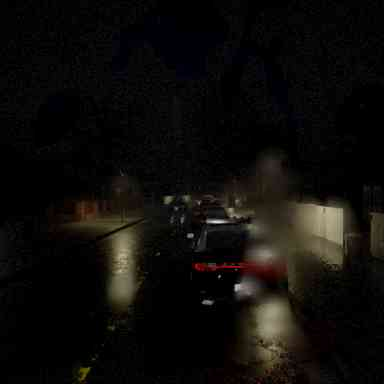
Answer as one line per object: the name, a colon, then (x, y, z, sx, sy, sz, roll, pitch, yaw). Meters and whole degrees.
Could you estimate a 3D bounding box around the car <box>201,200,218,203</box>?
car: (1.423, 1.537, 24.059, 1.812, 1.442, 4.674, 0, 0, 3)

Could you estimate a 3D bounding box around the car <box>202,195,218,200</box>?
car: (2.189, 1.523, 45.906, 2.128, 1.511, 4.902, 0, 0, 6)

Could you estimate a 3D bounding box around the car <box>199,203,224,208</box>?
car: (1.166, 1.533, 18.090, 1.812, 1.442, 4.674, 0, 0, 2)

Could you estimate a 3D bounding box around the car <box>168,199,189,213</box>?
car: (-1.436, 1.516, 36.790, 2.128, 1.511, 4.902, 0, 0, 4)

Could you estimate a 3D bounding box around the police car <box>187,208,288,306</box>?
police car: (0.896, 1.427, 8.247, 1.930, 1.638, 5.238, 0, 0, 1)

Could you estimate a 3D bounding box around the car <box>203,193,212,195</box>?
car: (3.651, 1.305, 79.161, 2.150, 2.045, 5.566, 0, 0, 9)

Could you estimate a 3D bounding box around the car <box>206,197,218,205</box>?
car: (3.757, 1.651, 61.064, 1.895, 1.301, 4.718, 0, 0, 7)
